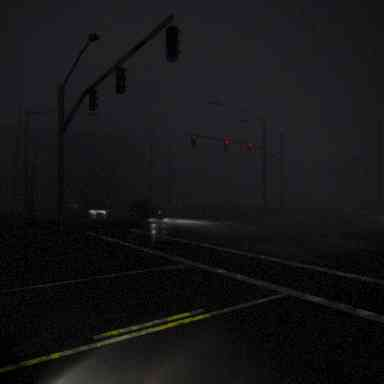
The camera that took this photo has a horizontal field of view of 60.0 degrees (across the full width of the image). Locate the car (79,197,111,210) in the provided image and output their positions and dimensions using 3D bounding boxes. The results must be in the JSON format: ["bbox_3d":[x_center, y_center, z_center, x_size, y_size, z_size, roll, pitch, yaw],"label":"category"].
[{"bbox_3d":[-12.264,1.562,41.859,1.994,1.385,4.181,0,0,-35],"label":"car"}]

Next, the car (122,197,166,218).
[{"bbox_3d":[-4.218,1.491,30.614,2.128,1.511,4.902,0,0,-36],"label":"car"}]

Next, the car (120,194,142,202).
[{"bbox_3d":[-13.682,1.524,72.536,1.812,1.442,4.674,0,0,30],"label":"car"}]

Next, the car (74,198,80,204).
[{"bbox_3d":[-20.235,1.601,62.108,1.895,1.301,4.718,0,0,3],"label":"car"}]
